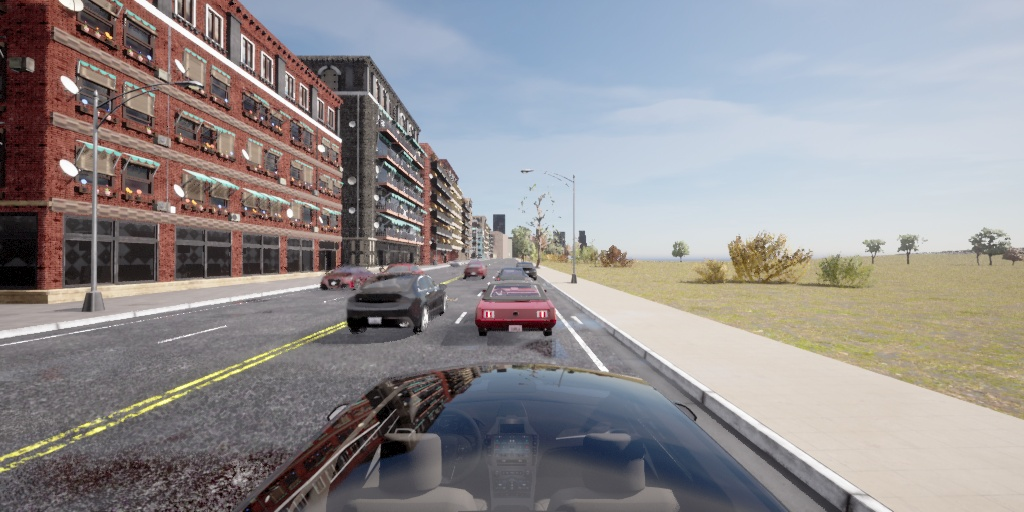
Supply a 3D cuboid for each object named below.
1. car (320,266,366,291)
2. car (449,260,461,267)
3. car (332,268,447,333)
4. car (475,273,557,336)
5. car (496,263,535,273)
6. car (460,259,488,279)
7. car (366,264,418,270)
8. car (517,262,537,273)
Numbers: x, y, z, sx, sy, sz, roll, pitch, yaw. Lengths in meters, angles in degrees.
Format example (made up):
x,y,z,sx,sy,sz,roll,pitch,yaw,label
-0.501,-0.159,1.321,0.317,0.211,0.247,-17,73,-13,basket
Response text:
x,y,z,sx,sy,sz,roll,pitch,yaw,label
-9.902,1.317,21.951,1.994,1.385,4.181,0,0,0,car
-9.962,1.352,64.044,1.895,1.301,4.718,0,0,0,car
-3.175,1.255,10.700,1.837,1.490,4.892,0,0,0,car
0.079,1.352,10.335,1.895,1.301,4.718,0,0,0,car
0.044,1.317,20.365,1.994,1.385,4.181,0,0,0,car
-3.232,1.279,32.377,1.812,1.442,4.674,0,0,0,car
-6.652,1.231,21.481,1.882,1.535,5.008,0,0,0,car
1.064,1.259,30.359,1.837,1.490,4.892,0,0,0,car
